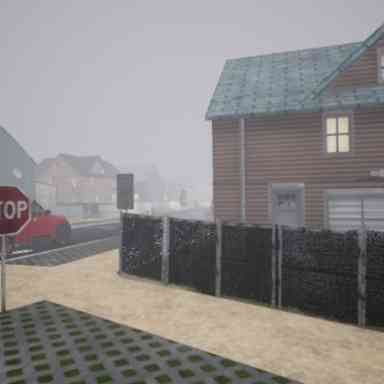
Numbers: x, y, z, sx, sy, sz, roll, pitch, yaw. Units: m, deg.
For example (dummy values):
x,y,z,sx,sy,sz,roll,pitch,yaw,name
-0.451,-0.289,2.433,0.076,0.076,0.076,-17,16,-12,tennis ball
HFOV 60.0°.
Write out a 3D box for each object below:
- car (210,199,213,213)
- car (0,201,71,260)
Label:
x,y,z,sx,sy,sz,roll,pitch,yaw,name
4.107,1.912,48.203,2.150,2.045,5.566,-1,-1,17,car
-6.999,1.292,12.848,2.150,2.045,5.566,-2,-1,12,car
